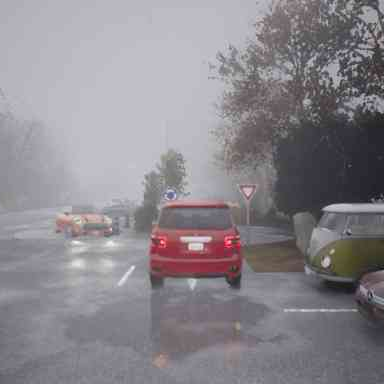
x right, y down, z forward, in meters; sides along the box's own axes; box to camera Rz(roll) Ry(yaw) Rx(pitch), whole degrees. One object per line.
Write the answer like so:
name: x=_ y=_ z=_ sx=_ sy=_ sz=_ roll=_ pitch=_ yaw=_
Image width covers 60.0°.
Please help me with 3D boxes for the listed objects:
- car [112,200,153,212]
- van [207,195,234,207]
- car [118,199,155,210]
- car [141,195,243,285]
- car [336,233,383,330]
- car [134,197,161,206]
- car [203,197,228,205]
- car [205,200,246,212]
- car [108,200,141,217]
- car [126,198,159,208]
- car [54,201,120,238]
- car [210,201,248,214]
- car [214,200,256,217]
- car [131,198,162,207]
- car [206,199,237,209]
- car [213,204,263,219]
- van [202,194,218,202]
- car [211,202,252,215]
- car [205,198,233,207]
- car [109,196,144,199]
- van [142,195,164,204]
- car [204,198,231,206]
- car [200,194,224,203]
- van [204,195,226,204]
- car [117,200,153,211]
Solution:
car: x=-8.138 y=1.923 z=45.864 sx=5.366 sy=1.575 sz=1.946 roll=0 pitch=1 yaw=0
van: x=4.867 y=1.604 z=57.054 sx=4.442 sy=1.987 sz=1.878 roll=0 pitch=0 yaw=0
car: x=-8.512 y=1.874 z=51.416 sx=5.366 sy=1.575 sz=1.946 roll=0 pitch=1 yaw=0
car: x=0.088 y=1.223 z=9.585 sx=2.150 sy=2.045 sz=5.566 roll=0 pitch=0 yaw=0
car: x=5.043 y=1.520 z=5.127 sx=4.674 sy=1.452 sz=2.002 roll=0 pitch=0 yaw=0
car: x=-8.338 y=1.800 z=62.510 sx=4.892 sy=1.521 sz=2.231 roll=0 pitch=0 yaw=0
car: x=4.750 y=1.790 z=68.003 sx=5.008 sy=1.535 sz=2.097 roll=0 pitch=0 yaw=0
car: x=4.571 y=1.924 z=45.853 sx=5.366 sy=1.575 sz=1.946 roll=0 pitch=1 yaw=0
car: x=-8.348 y=2.029 z=37.536 sx=4.792 sy=1.488 sz=2.163 roll=0 pitch=1 yaw=0
car: x=-8.515 y=1.826 z=57.089 sx=5.366 sy=1.575 sz=1.946 roll=0 pitch=1 yaw=0
car: x=-5.950 y=1.461 z=18.121 sx=2.097 sy=1.767 sz=4.553 roll=3 pitch=-3 yaw=-34
car: x=4.755 y=1.991 z=43.083 sx=4.674 sy=1.452 sz=2.002 roll=0 pitch=1 yaw=0
car: x=4.792 y=1.873 z=37.666 sx=4.553 sy=1.767 sz=2.185 roll=0 pitch=1 yaw=0
car: x=-8.145 y=1.809 z=59.742 sx=5.366 sy=1.575 sz=1.946 roll=0 pitch=0 yaw=0
car: x=4.724 y=1.883 z=54.162 sx=4.792 sy=1.488 sz=2.163 roll=0 pitch=1 yaw=0
car: x=4.757 y=2.023 z=34.896 sx=5.008 sy=1.535 sz=2.097 roll=0 pitch=1 yaw=0
van: x=4.849 y=1.562 z=90.290 sx=4.442 sy=1.987 sz=1.878 roll=0 pitch=0 yaw=0
car: x=4.730 y=2.005 z=40.313 sx=4.792 sy=1.488 sz=2.163 roll=0 pitch=1 yaw=0
car: x=4.778 y=1.841 z=59.826 sx=4.792 sy=1.488 sz=2.163 roll=0 pitch=0 yaw=0
car: x=-8.293 y=1.699 z=43.086 sx=5.566 sy=2.045 sz=2.435 roll=0 pitch=1 yaw=0
van: x=-8.220 y=1.564 z=70.839 sx=4.442 sy=1.987 sz=1.878 roll=0 pitch=0 yaw=0
car: x=4.777 y=1.829 z=62.466 sx=4.792 sy=1.488 sz=2.163 roll=0 pitch=0 yaw=0
car: x=4.711 y=1.538 z=79.083 sx=5.566 sy=2.045 sz=2.435 roll=0 pitch=0 yaw=0
van: x=4.860 y=1.564 z=70.773 sx=4.442 sy=1.987 sz=1.878 roll=0 pitch=0 yaw=0
car: x=-8.318 y=1.902 z=48.641 sx=4.892 sy=1.521 sz=2.231 roll=0 pitch=0 yaw=0
